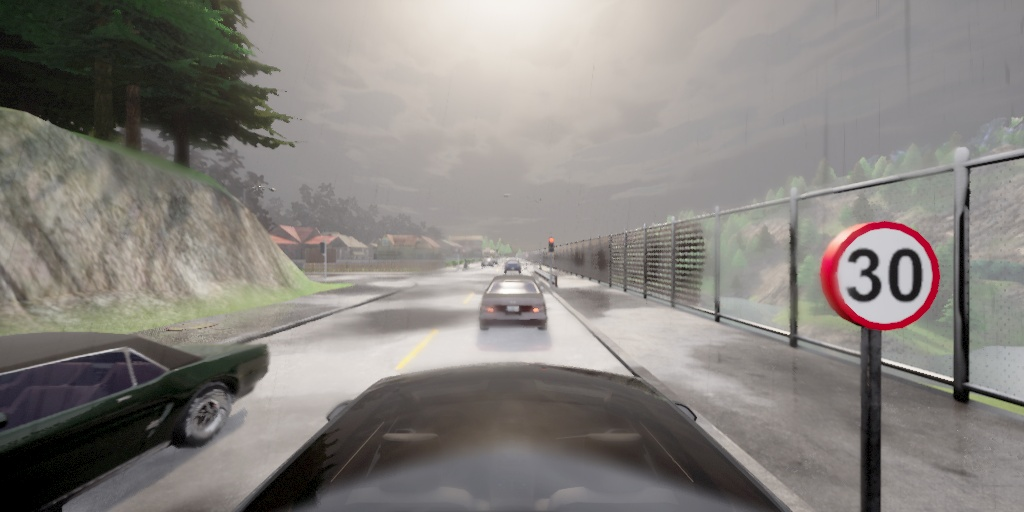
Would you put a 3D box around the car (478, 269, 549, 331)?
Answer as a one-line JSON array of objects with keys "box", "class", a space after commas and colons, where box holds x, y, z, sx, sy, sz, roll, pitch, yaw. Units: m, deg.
[{"box": [0.047, 1.283, 10.923, 2.033, 1.411, 5.357, 0, 0, 0], "class": "car"}]

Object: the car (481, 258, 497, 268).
[{"box": [-4.073, 1.154, 59.694, 2.128, 1.511, 4.902, 0, 0, 0], "class": "car"}]

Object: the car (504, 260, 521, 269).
[{"box": [0.081, 1.214, 42.239, 1.812, 1.442, 4.674, 0, 0, 0], "class": "car"}]

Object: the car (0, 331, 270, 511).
[{"box": [-4.098, 1.350, 2.441, 1.895, 1.301, 4.718, 0, 0, 0], "class": "car"}]
